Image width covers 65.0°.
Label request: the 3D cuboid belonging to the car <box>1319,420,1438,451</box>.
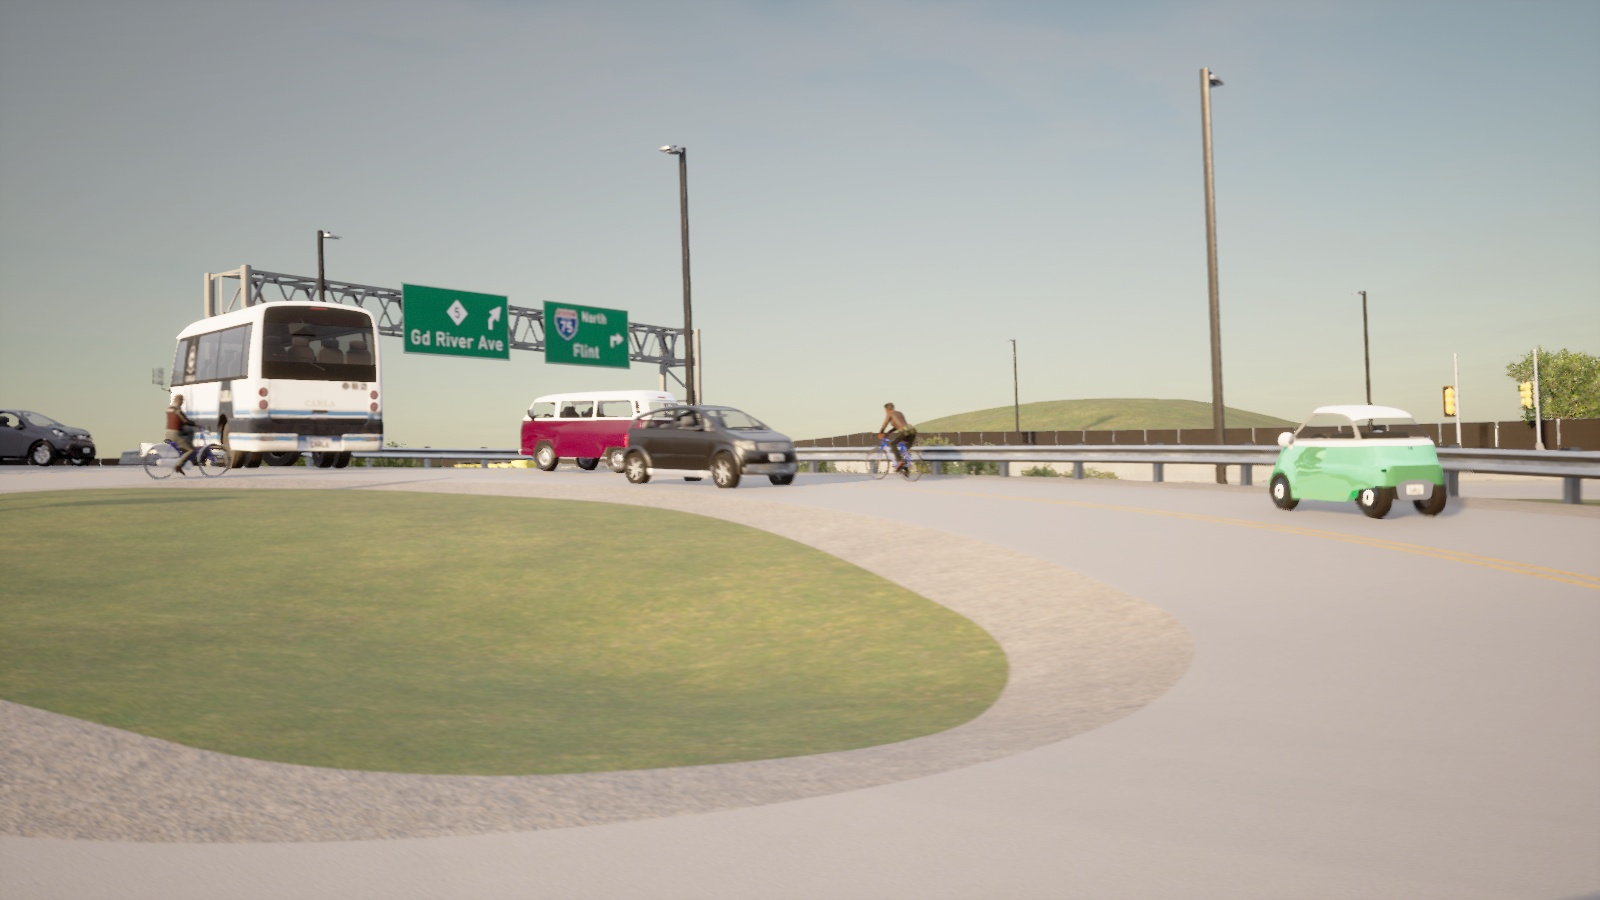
[{"bbox_3d":[29.605,-0.715,64.449,2.033,1.411,5.357,-2,0,-28],"label":"car"}]

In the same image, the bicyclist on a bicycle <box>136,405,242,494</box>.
[{"bbox_3d":[-12.707,-0.039,26.162,0.659,1.776,1.843,0,2,36],"label":"bicyclist on a bicycle"}]

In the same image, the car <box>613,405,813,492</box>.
[{"bbox_3d":[-1.730,-0.048,24.288,3.705,1.549,1.789,0,2,43],"label":"car"}]

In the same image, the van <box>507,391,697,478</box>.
[{"bbox_3d":[-5.028,-0.368,31.679,4.480,2.038,2.069,0,1,34],"label":"van"}]

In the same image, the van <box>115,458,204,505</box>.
[{"bbox_3d":[-28.767,1.437,56.342,4.442,1.987,1.775,-2,-1,37],"label":"van"}]

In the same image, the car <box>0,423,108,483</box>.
[{"bbox_3d":[-20.400,0.083,32.832,3.633,1.501,1.845,-1,0,4],"label":"car"}]

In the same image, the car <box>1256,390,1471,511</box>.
[{"bbox_3d":[7.101,-0.023,15.996,1.481,1.376,2.207,-2,2,-11],"label":"car"}]

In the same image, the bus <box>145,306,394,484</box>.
[{"bbox_3d":[-15.228,-1.374,35.360,3.944,4.253,10.273,-1,1,-37],"label":"bus"}]

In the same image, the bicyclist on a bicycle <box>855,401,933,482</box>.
[{"bbox_3d":[1.930,-0.189,25.870,0.582,1.620,1.656,-2,3,-41],"label":"bicyclist on a bicycle"}]
